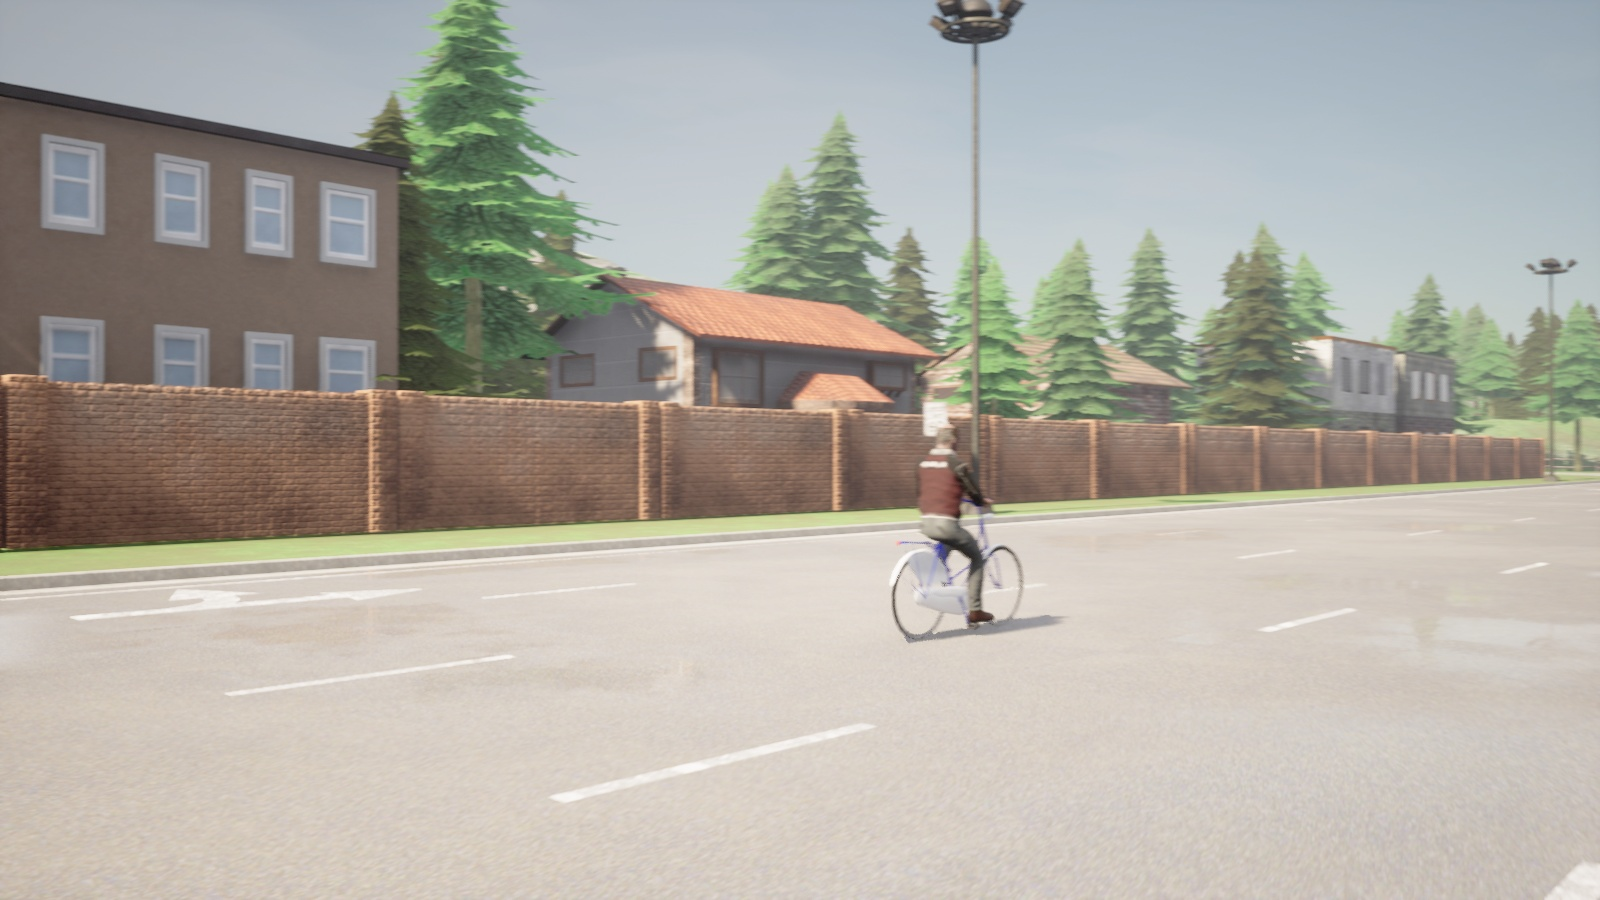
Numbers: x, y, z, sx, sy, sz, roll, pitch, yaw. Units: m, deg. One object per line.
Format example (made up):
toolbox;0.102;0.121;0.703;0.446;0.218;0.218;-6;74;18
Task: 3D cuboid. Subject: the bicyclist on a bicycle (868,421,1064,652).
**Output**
bicyclist on a bicycle;1.430;0.668;10.565;0.659;1.776;1.843;-1;0;44
